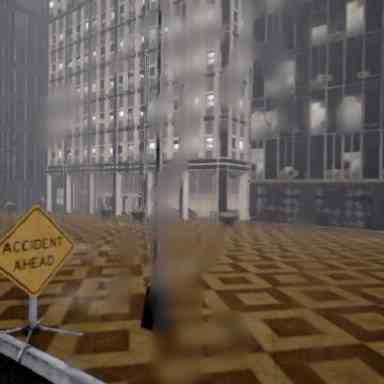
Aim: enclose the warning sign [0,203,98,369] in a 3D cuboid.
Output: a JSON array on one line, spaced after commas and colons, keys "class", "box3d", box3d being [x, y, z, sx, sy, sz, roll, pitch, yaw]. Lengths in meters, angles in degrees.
[{"class": "warning sign", "box3d": [-2.217, 1.105, 4.670, 1.060, 1.860, 1.300, 1, 0, 35]}]
